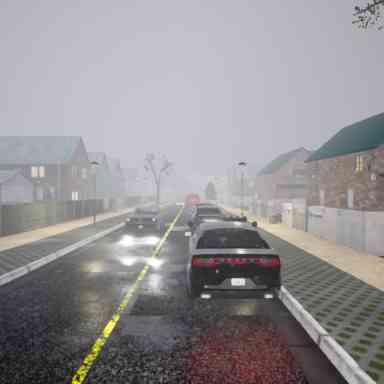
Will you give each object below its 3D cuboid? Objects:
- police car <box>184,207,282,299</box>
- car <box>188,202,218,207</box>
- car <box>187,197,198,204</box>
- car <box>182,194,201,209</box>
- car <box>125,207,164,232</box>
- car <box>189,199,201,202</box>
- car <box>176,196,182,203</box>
[{"bbox_3d":[0.840,1.424,8.598,1.930,1.638,5.238,0,0,0],"label":"police car"},{"bbox_3d":[0.859,1.512,18.489,1.837,1.490,4.892,0,0,0],"label":"car"},{"bbox_3d":[0.121,1.677,66.029,2.033,1.411,5.357,0,0,0],"label":"car"},{"bbox_3d":[0.121,1.281,46.803,2.150,2.045,5.566,0,0,1],"label":"car"},{"bbox_3d":[-2.813,1.609,20.502,1.895,1.301,4.718,0,0,0],"label":"car"},{"bbox_3d":[0.869,1.519,24.490,1.837,1.490,4.892,0,0,0],"label":"car"},{"bbox_3d":[-2.611,1.665,75.336,2.128,1.511,4.902,0,0,0],"label":"car"}]
